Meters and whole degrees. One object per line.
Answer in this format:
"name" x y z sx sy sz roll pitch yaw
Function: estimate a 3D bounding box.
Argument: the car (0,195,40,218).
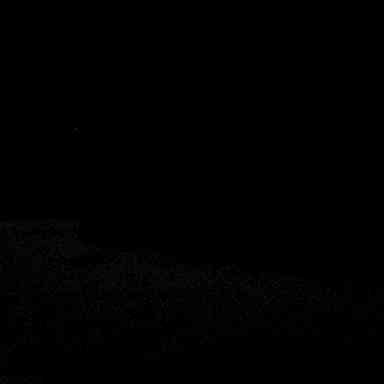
"car" -15.117 1.126 25.985 2.192 1.841 5.009 0 -1 35

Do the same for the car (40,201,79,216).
"car" -11.990 1.470 30.385 1.802 1.307 4.206 0 -1 35
